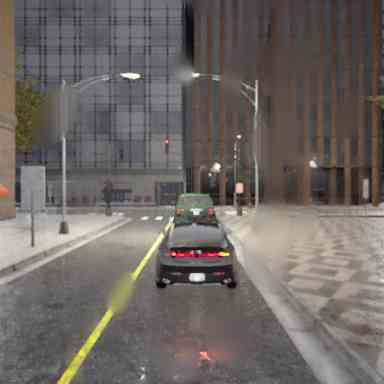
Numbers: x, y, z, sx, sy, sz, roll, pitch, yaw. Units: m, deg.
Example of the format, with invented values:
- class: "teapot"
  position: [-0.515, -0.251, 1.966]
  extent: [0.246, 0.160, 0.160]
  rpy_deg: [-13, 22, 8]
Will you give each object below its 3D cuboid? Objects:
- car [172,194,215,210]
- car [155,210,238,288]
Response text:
- class: "car"
  position: [0.077, 1.122, 19.066]
  extent: [2.150, 2.045, 5.566]
  rpy_deg: [0, 0, -3]
- class: "car"
  position: [0.098, 1.456, 9.078]
  extent: [1.837, 1.490, 4.892]
  rpy_deg: [0, 0, 0]
